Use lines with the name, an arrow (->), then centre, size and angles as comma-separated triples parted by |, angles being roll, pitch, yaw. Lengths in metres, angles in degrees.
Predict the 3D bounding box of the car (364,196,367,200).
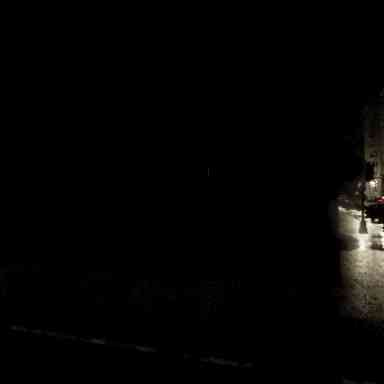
car -> 41.708, 1.679, 77.457 | 1.967, 1.590, 4.097 | 0, 0, 19

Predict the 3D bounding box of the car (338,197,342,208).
car -> 22.870, 1.774, 48.823 | 1.947, 1.339, 4.313 | 0, 0, 19

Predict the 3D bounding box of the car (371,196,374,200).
car -> 38.118, 1.762, 66.995 | 1.947, 1.339, 4.313 | 0, 0, 19

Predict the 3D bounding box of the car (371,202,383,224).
car -> 13.896, 1.652, 22.673 | 2.008, 1.369, 4.403 | 0, 0, 19

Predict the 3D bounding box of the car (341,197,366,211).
car -> 21.020, 1.712, 43.433 | 1.752, 1.417, 4.829 | 0, 0, 19

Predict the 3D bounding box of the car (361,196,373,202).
car -> 43.503, 1.700, 82.689 | 1.967, 1.590, 4.097 | 0, 0, 19

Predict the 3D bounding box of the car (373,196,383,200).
car -> 30.280, 1.688, 52.054 | 1.812, 1.442, 4.674 | -1, 0, 19

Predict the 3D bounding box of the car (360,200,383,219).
car -> 15.691, 1.668, 27.903 | 1.887, 1.381, 4.507 | 0, 0, 19

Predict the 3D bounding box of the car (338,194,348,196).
car -> 28.254, 1.585, 64.514 | 2.192, 1.841, 5.009 | 0, 0, 19

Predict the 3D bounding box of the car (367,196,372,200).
car -> 39.913, 1.657, 72.226 | 1.967, 1.590, 4.097 | 0, 0, 19
